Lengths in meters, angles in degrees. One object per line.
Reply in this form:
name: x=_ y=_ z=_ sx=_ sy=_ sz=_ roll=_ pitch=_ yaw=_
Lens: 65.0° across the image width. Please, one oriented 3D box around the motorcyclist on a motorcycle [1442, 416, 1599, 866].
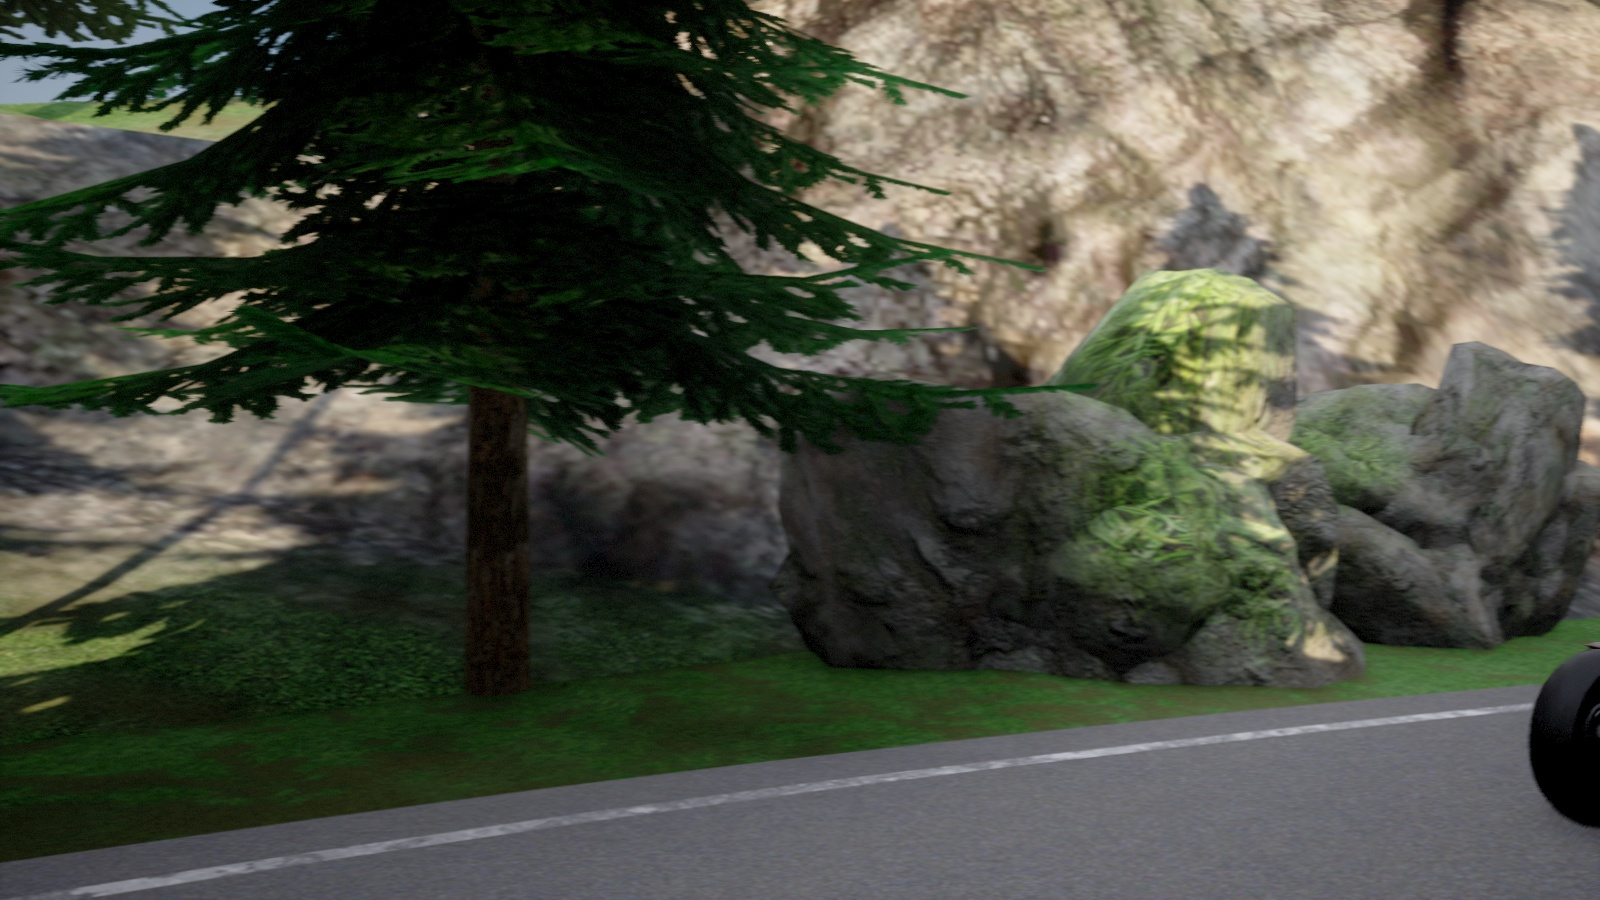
motorcyclist on a motorcycle: x=3.916 y=0.695 z=5.312 sx=2.350 sy=1.649 sz=0.766 roll=0 pitch=0 yaw=-21
